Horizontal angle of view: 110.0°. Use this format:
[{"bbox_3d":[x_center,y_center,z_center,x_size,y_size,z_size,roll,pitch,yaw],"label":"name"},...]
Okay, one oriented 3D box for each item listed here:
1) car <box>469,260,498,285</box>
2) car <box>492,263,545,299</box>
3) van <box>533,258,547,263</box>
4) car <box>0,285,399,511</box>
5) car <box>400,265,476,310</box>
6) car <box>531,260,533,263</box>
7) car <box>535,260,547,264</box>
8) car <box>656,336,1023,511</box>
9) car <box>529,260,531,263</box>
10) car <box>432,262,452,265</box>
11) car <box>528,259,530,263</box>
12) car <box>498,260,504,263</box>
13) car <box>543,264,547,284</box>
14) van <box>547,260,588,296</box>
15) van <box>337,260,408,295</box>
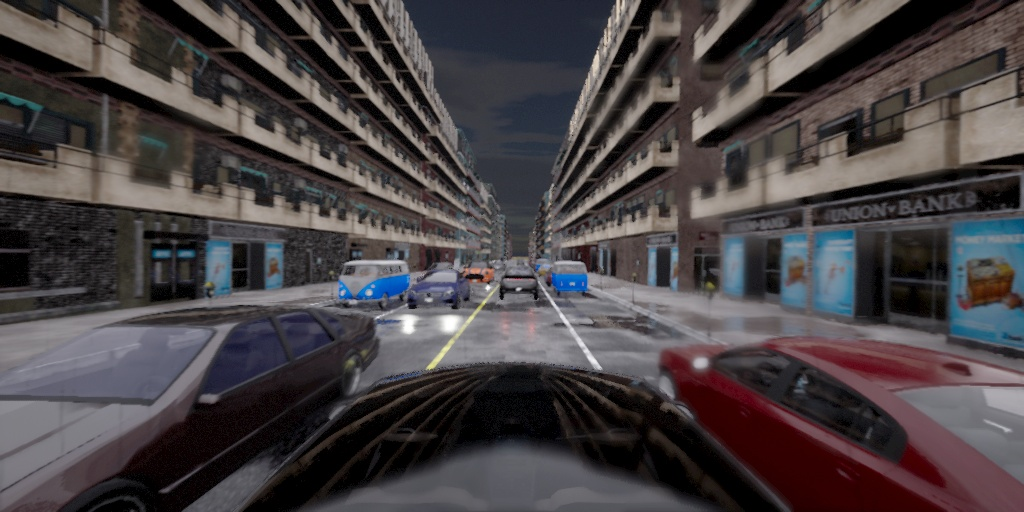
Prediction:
[{"bbox_3d":[-2.496,1.152,26.919,2.097,1.767,4.553,1,0,2],"label":"car"},{"bbox_3d":[0.367,1.296,18.438,2.128,1.511,4.902,1,0,1],"label":"car"},{"bbox_3d":[3.666,1.275,42.646,1.690,1.789,3.998,0,0,1],"label":"van"},{"bbox_3d":[-3.114,1.263,3.638,2.033,1.411,5.357,1,0,1],"label":"car"},{"bbox_3d":[-2.830,1.279,14.813,1.812,1.442,4.674,1,0,2],"label":"car"},{"bbox_3d":[3.811,1.541,48.329,1.802,1.307,4.207,0,0,1],"label":"car"},{"bbox_3d":[3.525,1.435,37.133,1.751,1.417,4.829,0,0,1],"label":"car"},{"bbox_3d":[2.658,1.328,2.866,1.888,1.381,4.507,0,0,1],"label":"car"},{"bbox_3d":[3.956,1.551,54.011,1.948,1.339,4.313,0,0,1],"label":"car"},{"bbox_3d":[-5.157,1.203,25.814,1.967,1.591,4.097,0,0,1],"label":"car"},{"bbox_3d":[4.101,1.594,59.694,1.802,1.307,4.207,0,0,1],"label":"car"},{"bbox_3d":[-1.821,1.431,50.302,2.128,1.511,4.902,1,0,1],"label":"car"},{"bbox_3d":[3.230,1.446,25.597,1.802,1.307,4.207,0,0,1],"label":"car"},{"bbox_3d":[3.088,1.184,19.914,1.690,1.789,3.998,0,0,1],"label":"van"},{"bbox_3d":[-5.416,1.062,14.448,1.690,1.789,3.998,0,0,1],"label":"van"}]
